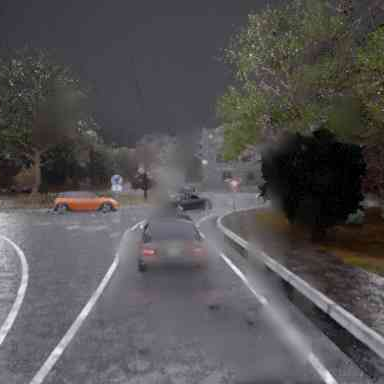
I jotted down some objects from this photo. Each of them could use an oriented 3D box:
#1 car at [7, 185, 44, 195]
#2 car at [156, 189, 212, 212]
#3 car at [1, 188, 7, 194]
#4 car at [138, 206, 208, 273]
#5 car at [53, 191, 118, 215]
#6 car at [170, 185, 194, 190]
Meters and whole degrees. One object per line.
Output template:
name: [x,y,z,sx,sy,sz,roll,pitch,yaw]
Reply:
car: [-26.970,-0.311,54.530,4.718,1.301,1.895,-1,3,-44]
car: [-0.500,0.808,25.668,4.892,1.490,1.837,-3,4,-43]
car: [-29.703,-0.375,56.353,1.812,1.442,4.674,2,2,45]
car: [-0.670,1.415,10.364,2.033,1.411,5.357,0,2,-5]
car: [-7.842,0.691,24.736,4.553,1.767,2.097,-1,2,-17]
car: [-1.795,-0.470,58.496,4.902,1.511,2.128,1,2,38]
